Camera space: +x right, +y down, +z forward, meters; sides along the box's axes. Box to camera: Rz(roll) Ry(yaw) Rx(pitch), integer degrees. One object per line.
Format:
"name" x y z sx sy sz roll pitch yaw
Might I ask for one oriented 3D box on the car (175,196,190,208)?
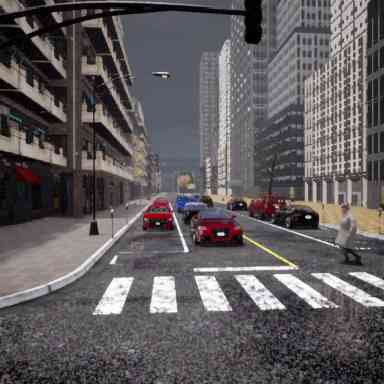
"car" -1.365 1.256 44.612 1.837 1.490 4.892 0 0 -4

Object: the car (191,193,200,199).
"car" 0.973 1.095 86.745 2.008 1.369 4.403 0 0 -5

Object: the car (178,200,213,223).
"car" 0.271 1.463 23.859 1.895 1.301 4.718 0 0 -5

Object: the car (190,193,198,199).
"car" 0.526 1.071 92.250 2.008 1.369 4.403 0 0 -5

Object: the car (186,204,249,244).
"car" 0.980 1.476 15.108 1.994 1.385 4.181 0 0 -5

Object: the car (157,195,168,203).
"car" -5.143 1.251 58.543 1.947 1.339 4.313 0 0 -5

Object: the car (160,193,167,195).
"car" -4.234 1.267 47.364 1.752 1.417 4.829 0 0 -5

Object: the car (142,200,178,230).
"car" -2.010 1.433 20.011 1.887 1.381 4.507 0 0 -5

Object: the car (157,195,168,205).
"car" -4.682 1.239 52.870 1.752 1.417 4.829 0 0 -5

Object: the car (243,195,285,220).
"car" 5.896 1.154 26.193 2.192 1.841 5.009 0 0 -5

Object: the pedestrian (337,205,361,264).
"pedestrian" 4.761 1.229 10.105 0.375 1.860 0.375 0 0 -5

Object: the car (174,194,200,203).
"car" -0.563 1.284 34.229 1.882 1.535 5.008 0 0 -4

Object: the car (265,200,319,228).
"car" 6.342 1.436 20.689 1.947 1.339 4.313 0 0 -5

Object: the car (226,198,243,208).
"car" 5.000 1.346 37.202 1.947 1.339 4.313 0 0 -5

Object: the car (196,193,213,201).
"car" 1.728 1.250 44.787 1.837 1.490 4.892 0 0 -4

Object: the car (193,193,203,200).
"car" 1.421 1.008 81.239 1.967 1.590 4.097 0 0 -5

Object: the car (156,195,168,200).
"car" -3.353 1.343 36.524 1.887 1.381 4.507 0 0 -5

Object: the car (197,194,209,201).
"car" 2.315 1.181 70.231 1.947 1.339 4.313 0 0 -5
